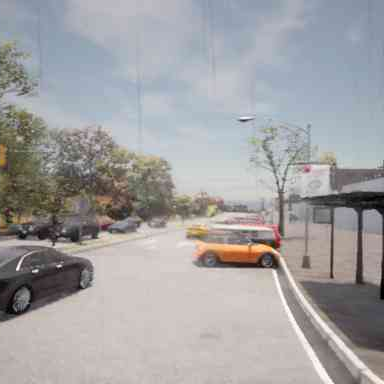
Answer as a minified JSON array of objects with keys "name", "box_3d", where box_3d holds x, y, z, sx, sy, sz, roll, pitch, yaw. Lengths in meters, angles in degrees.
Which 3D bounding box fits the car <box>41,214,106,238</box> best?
[{"name":"car","box_3d":[-9.770,3.028,28.094,2.150,2.045,5.566,1,-3,10]}]

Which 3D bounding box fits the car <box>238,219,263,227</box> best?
[{"name":"car","box_3d":[12.873,6.826,73.916,5.008,1.535,2.097,3,-4,-9]}]

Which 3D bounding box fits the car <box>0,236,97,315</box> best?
[{"name":"car","box_3d":[-4.606,2.278,9.471,1.837,1.490,4.892,1,-4,12]}]

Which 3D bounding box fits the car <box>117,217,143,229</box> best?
[{"name":"car","box_3d":[-8.967,4.460,48.608,1.882,1.535,5.008,1,-3,11]}]

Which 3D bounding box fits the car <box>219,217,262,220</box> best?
[{"name":"car","box_3d":[5.831,4.028,35.658,5.566,2.045,2.435,3,-3,-9]}]

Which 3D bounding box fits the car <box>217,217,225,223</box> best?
[{"name":"car","box_3d":[8.179,7.816,92.842,1.812,1.442,4.674,1,-3,11]}]

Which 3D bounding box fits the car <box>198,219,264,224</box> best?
[{"name":"car","box_3d":[3.548,3.290,23.849,5.566,2.045,2.435,3,-3,-9]}]

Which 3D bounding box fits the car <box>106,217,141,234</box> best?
[{"name":"car","box_3d":[-7.876,3.980,38.130,2.033,1.411,5.357,1,-3,11]}]

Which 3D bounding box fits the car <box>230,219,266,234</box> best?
[{"name":"car","box_3d":[7.949,4.894,47.422,4.553,1.767,2.185,3,-4,-9]}]

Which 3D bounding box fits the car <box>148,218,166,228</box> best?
[{"name":"car","box_3d":[-5.363,4.776,51.562,2.128,1.511,4.902,1,-3,11]}]

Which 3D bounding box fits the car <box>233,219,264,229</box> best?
[{"name":"car","box_3d":[10.517,5.988,62.104,5.366,1.575,1.946,3,-3,-9]}]

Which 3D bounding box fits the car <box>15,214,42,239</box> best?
[{"name":"car","box_3d":[-12.665,2.968,28.909,2.150,2.045,5.566,1,-3,11]}]

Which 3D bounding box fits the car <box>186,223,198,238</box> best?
[{"name":"car","box_3d":[0.650,4.087,35.735,1.882,1.535,5.008,1,-3,11]}]

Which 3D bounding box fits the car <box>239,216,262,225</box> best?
[{"name":"car","box_3d":[15.647,7.564,88.665,5.566,2.045,2.435,3,-3,-9]}]

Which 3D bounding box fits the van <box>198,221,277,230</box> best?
[{"name":"van","box_3d":[2.884,3.127,20.888,4.442,1.987,1.878,3,-3,-9]}]

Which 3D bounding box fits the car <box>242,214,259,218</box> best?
[{"name":"car","box_3d":[9.105,5.157,53.333,5.566,2.045,2.435,3,-4,-9]}]

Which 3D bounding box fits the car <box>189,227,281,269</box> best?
[{"name":"car","box_3d":[2.365,3.047,17.955,4.553,1.767,2.185,3,-3,-9]}]

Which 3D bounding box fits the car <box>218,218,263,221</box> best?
[{"name":"car","box_3d":[4.169,3.477,26.816,5.566,2.045,2.435,3,-3,-9]}]

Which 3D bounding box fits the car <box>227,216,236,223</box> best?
[{"name":"car","box_3d":[11.062,7.698,91.914,2.097,1.767,4.553,1,-3,11]}]

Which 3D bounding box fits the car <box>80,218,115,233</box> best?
[{"name":"car","box_3d":[-10.840,3.827,38.569,1.882,1.535,5.008,1,-3,10]}]

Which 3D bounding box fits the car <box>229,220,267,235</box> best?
[{"name":"car","box_3d":[7.468,4.709,44.481,4.553,1.767,2.185,3,-3,-9]}]
